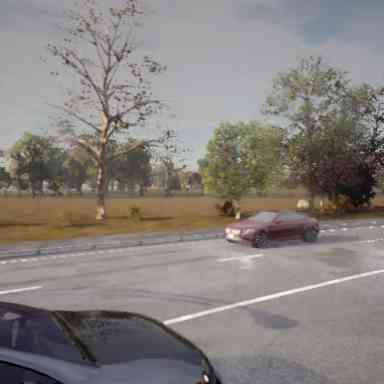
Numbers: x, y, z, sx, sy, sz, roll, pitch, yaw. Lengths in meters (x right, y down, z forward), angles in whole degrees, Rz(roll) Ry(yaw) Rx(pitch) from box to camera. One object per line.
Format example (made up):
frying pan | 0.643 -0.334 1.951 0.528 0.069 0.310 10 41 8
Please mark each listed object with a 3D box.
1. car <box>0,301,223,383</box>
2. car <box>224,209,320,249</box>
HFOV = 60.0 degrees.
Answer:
car | -1.748 1.555 2.377 4.181 1.385 1.994 0 0 -35
car | 3.553 1.489 14.425 4.674 1.442 1.812 0 0 -30
